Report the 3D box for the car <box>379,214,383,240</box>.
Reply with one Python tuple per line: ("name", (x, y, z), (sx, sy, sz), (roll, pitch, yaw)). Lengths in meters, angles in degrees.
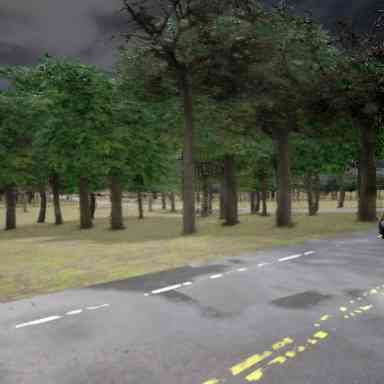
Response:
("car", (10.869, 1.203, 15.561), (5.566, 2.045, 2.150), (0, 0, -39))
